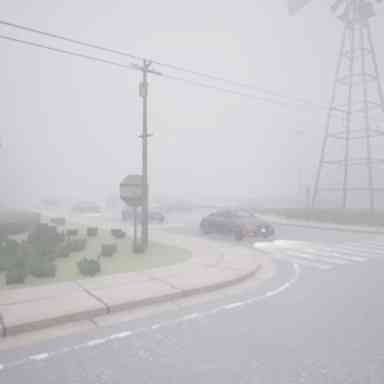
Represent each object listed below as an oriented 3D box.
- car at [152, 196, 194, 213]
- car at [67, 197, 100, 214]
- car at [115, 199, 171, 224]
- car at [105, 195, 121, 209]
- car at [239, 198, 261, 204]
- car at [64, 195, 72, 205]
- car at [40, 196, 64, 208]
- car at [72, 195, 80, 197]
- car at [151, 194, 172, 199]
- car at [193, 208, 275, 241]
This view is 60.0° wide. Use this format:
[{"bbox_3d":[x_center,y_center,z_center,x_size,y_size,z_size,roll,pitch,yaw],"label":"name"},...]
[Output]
[{"bbox_3d":[-1.831,1.530,36.289,4.193,1.474,1.816,0,0,-36],"label":"car"},{"bbox_3d":[-11.383,1.577,35.476,1.994,1.385,4.181,0,0,-36],"label":"car"},{"bbox_3d":[-3.845,1.540,25.314,1.812,1.442,4.674,0,0,-37],"label":"car"},{"bbox_3d":[-10.252,1.336,46.833,3.866,1.878,1.905,0,0,-36],"label":"car"},{"bbox_3d":[7.847,1.561,44.849,3.905,1.438,1.784,0,0,-36],"label":"car"},{"bbox_3d":[-22.681,1.579,56.933,1.994,1.385,4.181,0,0,-37],"label":"car"},{"bbox_3d":[-20.376,1.297,47.773,1.882,1.535,5.008,0,0,-37],"label":"car"},{"bbox_3d":[-24.547,1.502,66.368,4.611,1.667,2.242,0,0,-36],"label":"car"},{"bbox_3d":[-5.573,1.349,62.884,4.605,1.855,1.932,0,0,-36],"label":"car"},{"bbox_3d":[2.189,1.578,16.946,1.994,1.385,4.181,0,0,-34],"label":"car"}]
